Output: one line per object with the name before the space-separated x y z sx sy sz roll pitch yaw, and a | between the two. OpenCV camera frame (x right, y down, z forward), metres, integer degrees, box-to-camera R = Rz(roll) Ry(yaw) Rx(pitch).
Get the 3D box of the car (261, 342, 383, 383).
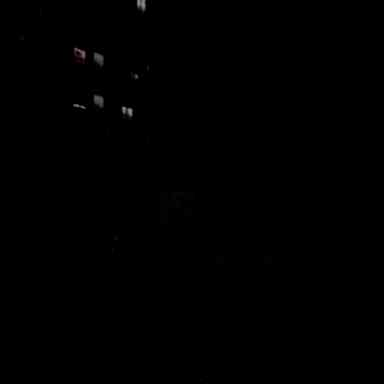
car | 2.051 1.439 1.414 4.097 1.590 1.967 0 0 35
